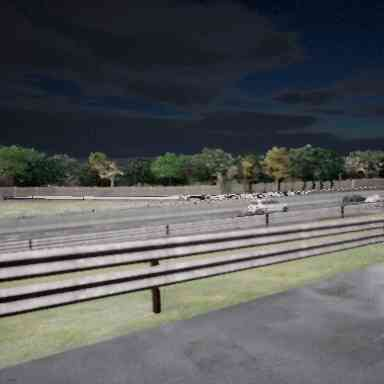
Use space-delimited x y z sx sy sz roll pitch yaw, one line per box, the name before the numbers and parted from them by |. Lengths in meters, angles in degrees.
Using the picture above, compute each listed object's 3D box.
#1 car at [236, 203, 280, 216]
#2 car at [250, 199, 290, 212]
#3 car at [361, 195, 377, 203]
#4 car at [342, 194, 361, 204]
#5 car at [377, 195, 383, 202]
car | 6.793 2.442 37.320 5.357 1.411 2.033 -4 2 -25
car | 9.902 1.890 42.665 5.566 2.045 2.150 -4 2 -25
car | 29.049 1.122 51.739 4.674 1.442 1.812 -3 2 -25
car | 26.787 1.118 54.539 4.892 1.490 1.837 -3 2 -25
car | 29.789 1.147 48.216 4.902 1.511 2.128 -3 2 -25
